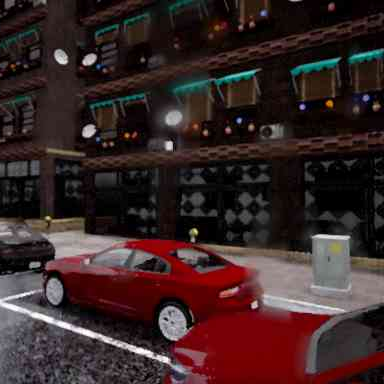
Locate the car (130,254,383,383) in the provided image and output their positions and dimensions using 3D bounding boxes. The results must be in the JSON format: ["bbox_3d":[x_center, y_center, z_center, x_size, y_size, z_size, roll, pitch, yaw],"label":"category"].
[{"bbox_3d":[1.938,1.591,2.466,4.674,1.442,1.812,1,0,32],"label":"car"}]

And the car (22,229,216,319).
[{"bbox_3d":[-0.937,1.570,6.291,4.507,1.381,1.887,1,-2,32],"label":"car"}]

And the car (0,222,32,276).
[{"bbox_3d":[-5.652,1.490,9.181,4.403,1.369,2.008,1,-2,32],"label":"car"}]
